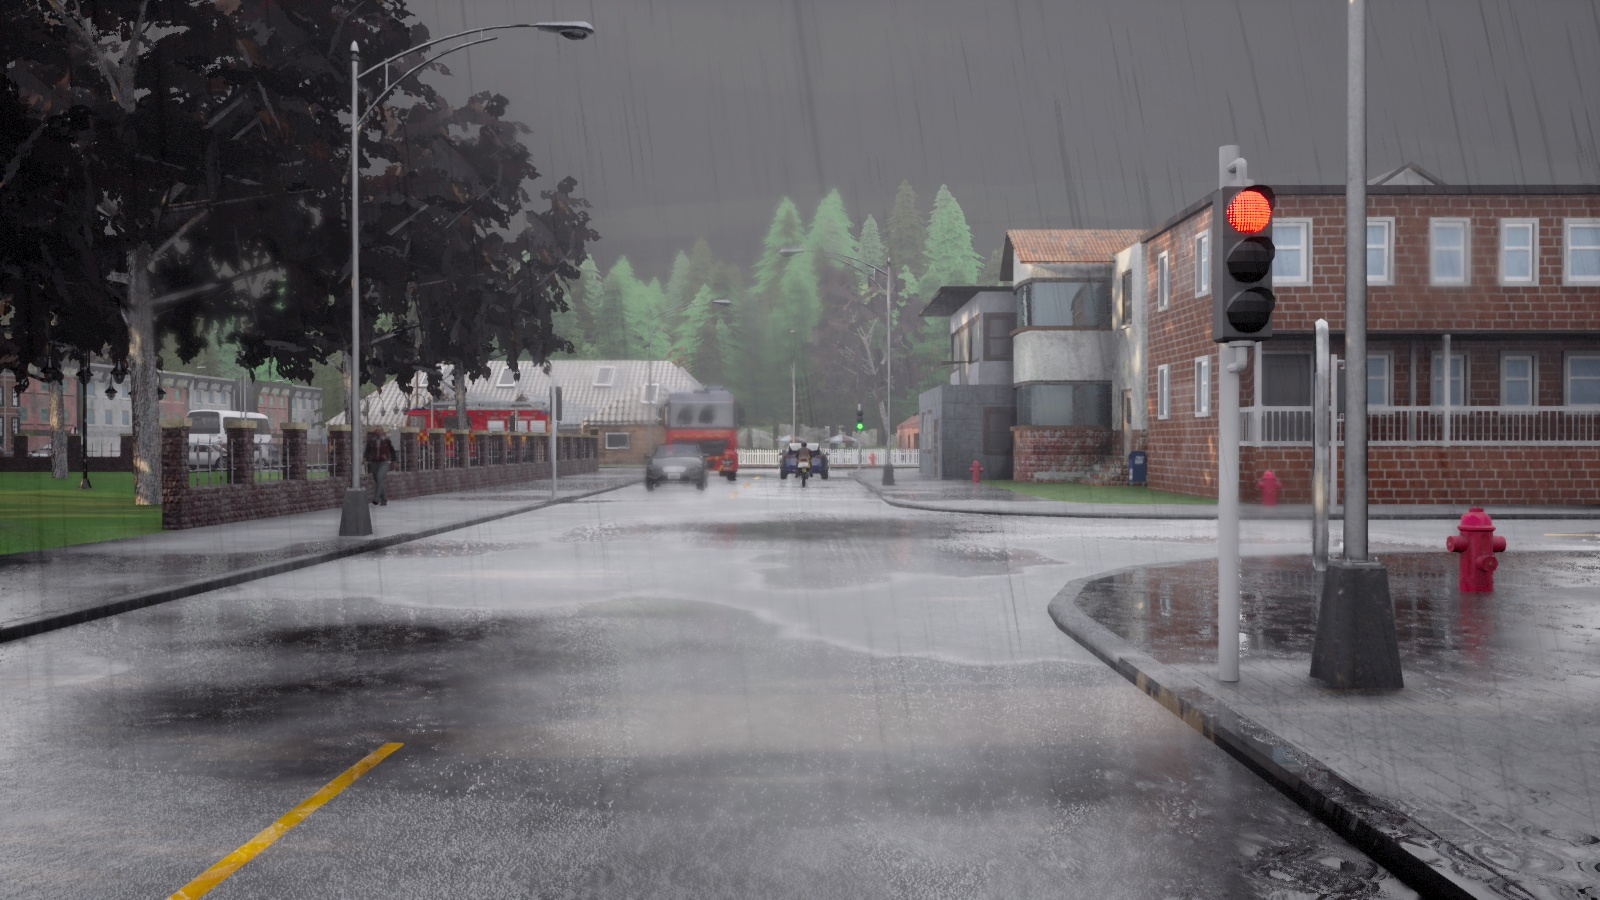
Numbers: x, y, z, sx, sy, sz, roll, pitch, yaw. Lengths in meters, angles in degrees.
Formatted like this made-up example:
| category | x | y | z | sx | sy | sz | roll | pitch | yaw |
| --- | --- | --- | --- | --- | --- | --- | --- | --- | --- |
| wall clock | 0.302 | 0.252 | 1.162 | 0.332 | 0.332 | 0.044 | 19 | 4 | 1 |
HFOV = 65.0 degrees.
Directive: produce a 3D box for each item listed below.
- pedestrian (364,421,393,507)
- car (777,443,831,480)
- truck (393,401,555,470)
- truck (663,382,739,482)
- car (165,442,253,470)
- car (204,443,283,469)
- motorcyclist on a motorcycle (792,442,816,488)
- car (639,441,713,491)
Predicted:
| category | x | y | z | sx | sy | sz | roll | pitch | yaw |
| --- | --- | --- | --- | --- | --- | --- | --- | --- | --- |
| pedestrian | -9.188 | 0.294 | 27.381 | 0.376 | 1.854 | 0.720 | 0 | 0 | 0 |
| car | 0.176 | 0.446 | 53.155 | 2.163 | 1.488 | 4.792 | 0 | 0 | 0 |
| truck | -18.420 | -0.835 | 71.294 | 8.468 | 3.827 | 2.891 | 0 | 0 | 1 |
| truck | -4.037 | -0.718 | 52.503 | 2.891 | 3.827 | 8.468 | 0 | 0 | -3 |
| car | -31.765 | 0.305 | 67.616 | 3.806 | 1.475 | 1.970 | 0 | 0 | -1 |
| car | -31.658 | 0.332 | 71.490 | 3.633 | 1.501 | 1.845 | 0 | 0 | 4 |
| motorcyclist on a motorcycle | 0.142 | 0.486 | 42.933 | 0.797 | 1.523 | 2.044 | 0 | 0 | 1 |
| car | -3.947 | 0.470 | 40.708 | 2.128 | 1.511 | 4.902 | 0 | 0 | -3 |
